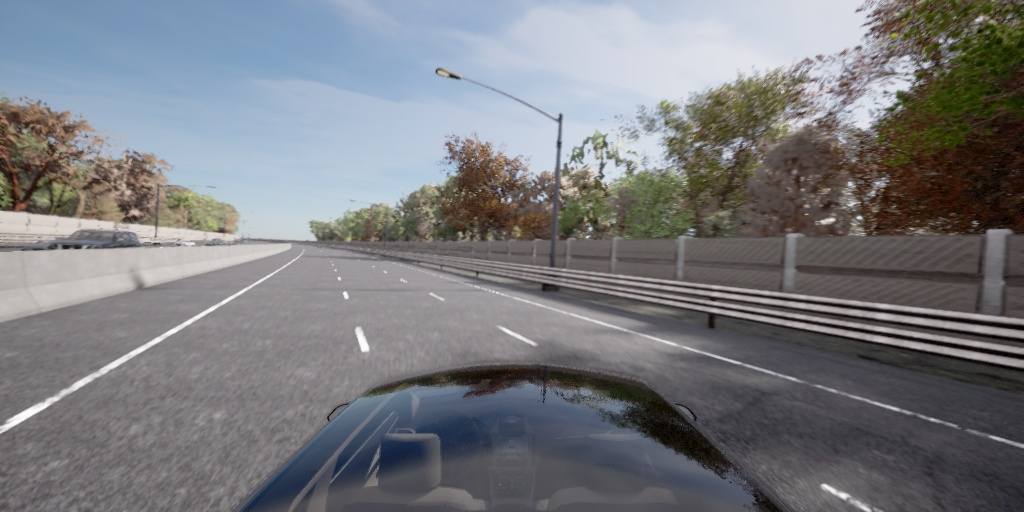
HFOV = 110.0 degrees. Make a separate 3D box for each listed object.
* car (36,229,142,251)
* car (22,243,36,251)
[{"bbox_3d":[-23.823,-0.521,20.759,2.150,2.045,5.566,3,0,-28],"label":"car"},{"bbox_3d":[-29.082,-0.499,23.254,1.994,1.385,4.181,3,0,-27],"label":"car"}]
